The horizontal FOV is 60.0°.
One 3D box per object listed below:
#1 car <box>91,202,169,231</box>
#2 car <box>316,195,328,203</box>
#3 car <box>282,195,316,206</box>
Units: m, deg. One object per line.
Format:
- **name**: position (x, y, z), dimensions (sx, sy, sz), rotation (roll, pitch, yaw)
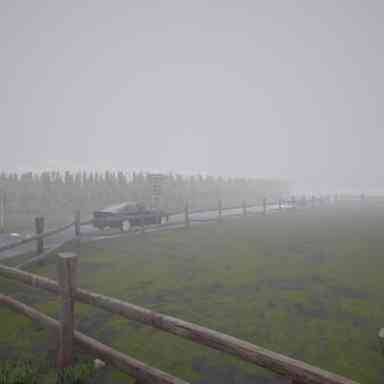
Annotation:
- **car**: position (-3.367, 1.324, 19.056), dimensions (1.882, 1.535, 5.008), rotation (-1, 0, 35)
- **car**: position (19.964, 1.090, 51.834), dimensions (1.895, 1.301, 4.718), rotation (-1, 0, 35)
- **car**: position (14.023, 1.072, 43.403), dimensions (2.128, 1.511, 4.902), rotation (-1, 0, 36)
